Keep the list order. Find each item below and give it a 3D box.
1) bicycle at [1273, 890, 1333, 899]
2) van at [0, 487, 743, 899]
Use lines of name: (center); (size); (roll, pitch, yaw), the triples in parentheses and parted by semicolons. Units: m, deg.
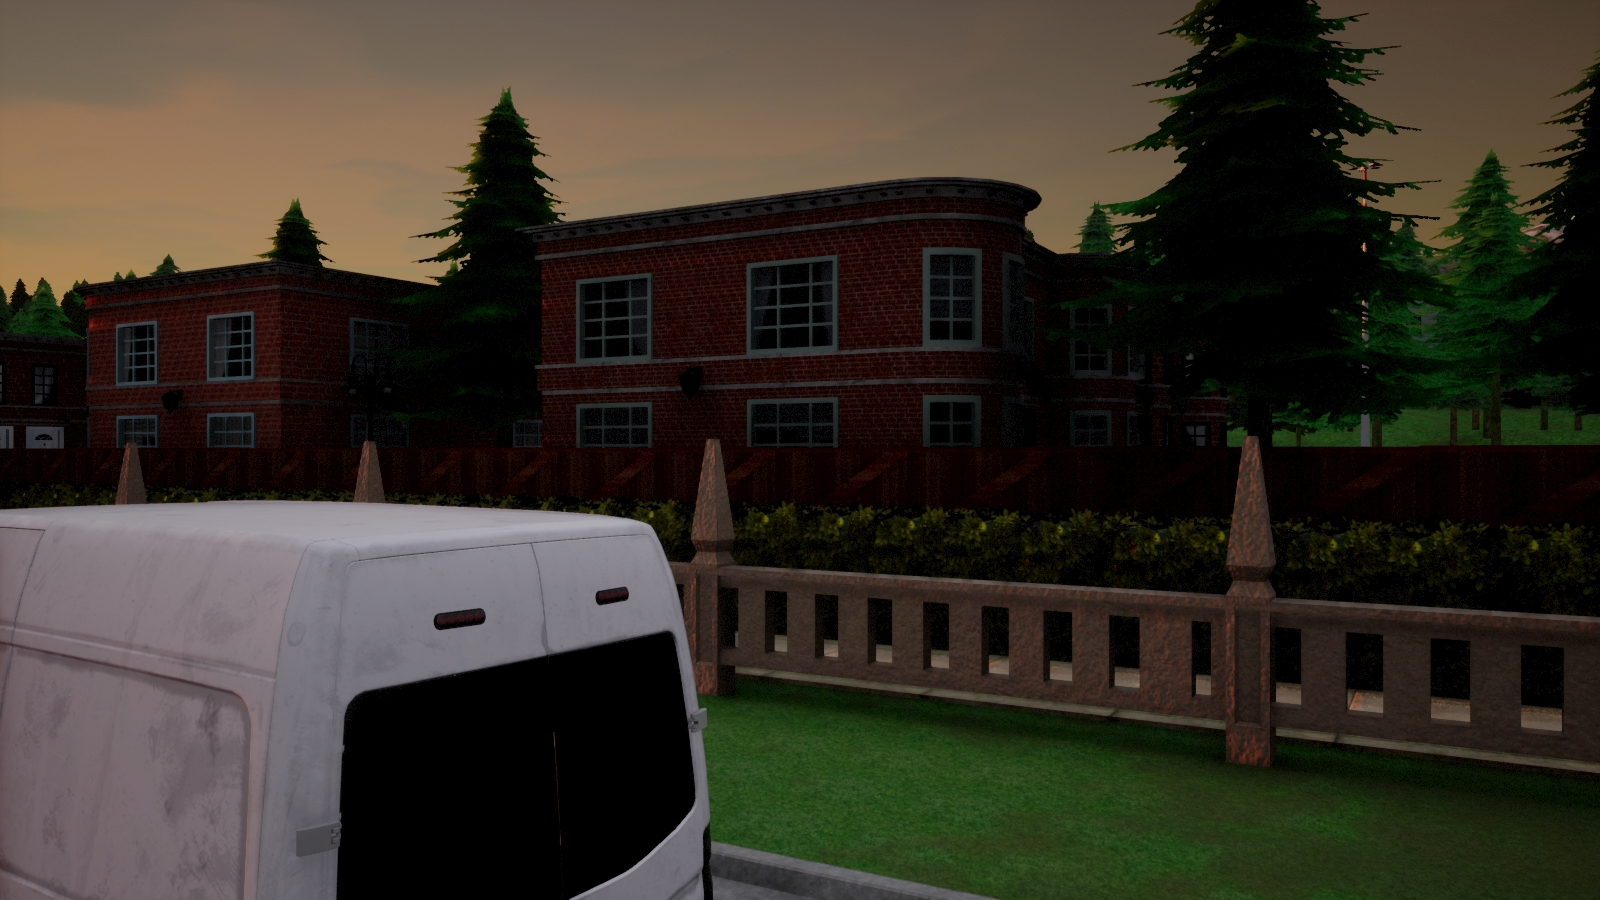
bicycle: (2.143, 2.060, 2.830); (1.835, 1.471, 0.329); (0, 0, 30)
van: (-3.240, 1.534, 5.467); (5.915, 2.561, 1.988); (0, 0, 34)
